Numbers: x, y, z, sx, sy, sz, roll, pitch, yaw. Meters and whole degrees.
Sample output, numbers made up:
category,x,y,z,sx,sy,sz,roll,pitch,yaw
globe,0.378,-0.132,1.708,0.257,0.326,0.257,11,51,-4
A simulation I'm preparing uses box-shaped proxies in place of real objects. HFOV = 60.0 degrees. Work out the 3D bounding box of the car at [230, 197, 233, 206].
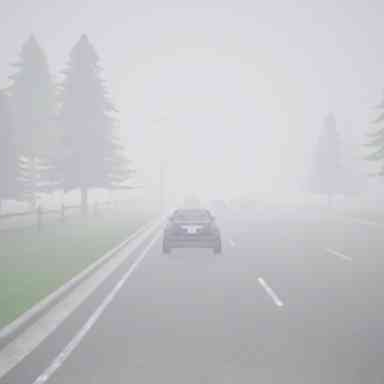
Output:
category,x,y,z,sx,sy,sz,roll,pitch,yaw
car,7.009,1.508,54.603,1.994,1.385,4.181,0,0,0

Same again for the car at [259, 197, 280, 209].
category,x,y,z,sx,sy,sz,roll,pitch,yaw
car,10.507,1.480,44.599,1.812,1.442,4.674,0,0,0

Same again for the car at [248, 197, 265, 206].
category,x,y,z,sx,sy,sz,roll,pitch,yaw
car,10.509,1.508,54.602,1.994,1.385,4.181,0,0,0

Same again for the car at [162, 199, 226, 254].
category,x,y,z,sx,sy,sz,roll,pitch,yaw
car,0.002,1.338,13.534,2.097,1.767,4.553,0,0,0

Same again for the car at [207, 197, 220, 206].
category,x,y,z,sx,sy,sz,roll,pitch,yaw
car,3.509,1.545,54.633,1.895,1.301,4.718,0,0,0

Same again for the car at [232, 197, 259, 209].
category,x,y,z,sx,sy,sz,roll,pitch,yaw
car,7.007,1.502,44.183,2.033,1.411,5.357,0,0,0

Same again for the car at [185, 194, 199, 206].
category,x,y,z,sx,sy,sz,roll,pitch,yaw
car,0.009,1.296,54.574,2.097,1.767,4.553,0,0,0

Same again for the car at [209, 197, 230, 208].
category,x,y,z,sx,sy,sz,roll,pitch,yaw
car,3.507,1.518,44.600,1.994,1.385,4.181,0,0,0

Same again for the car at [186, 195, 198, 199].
category,x,y,z,sx,sy,sz,roll,pitch,yaw
car,0.007,1.306,44.570,2.097,1.767,4.553,0,0,0
